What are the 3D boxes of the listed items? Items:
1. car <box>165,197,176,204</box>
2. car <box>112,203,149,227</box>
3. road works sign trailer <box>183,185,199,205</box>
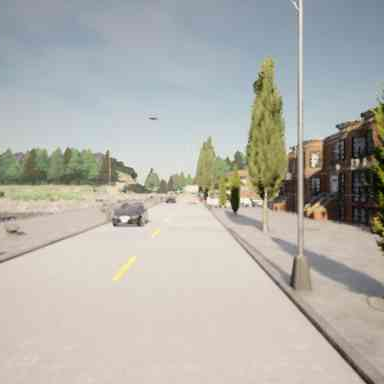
[{"bbox_3d":[-4.013,1.553,63.637,1.994,1.385,4.181,0,0,0],"label":"car"},{"bbox_3d":[-4.096,1.488,22.619,2.128,1.511,4.902,0,0,0],"label":"car"},{"bbox_3d":[0.006,0.453,60.733,2.380,3.560,2.880,0,0,0],"label":"road works sign trailer"}]
